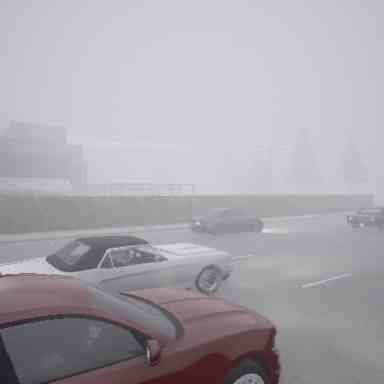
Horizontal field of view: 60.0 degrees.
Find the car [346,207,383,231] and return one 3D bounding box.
[{"bbox_3d":[11.697,1.601,20.670,4.718,1.301,1.895,0,0,-35],"label":"car"}]

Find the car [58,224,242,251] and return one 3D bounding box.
[{"bbox_3d":[-1.369,1.601,7.067,4.718,1.301,1.895,0,0,-35],"label":"car"}]

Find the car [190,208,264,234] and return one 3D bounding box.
[{"bbox_3d":[1.916,1.564,17.999,4.181,1.385,1.994,0,0,-35],"label":"car"}]

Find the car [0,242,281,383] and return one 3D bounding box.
[{"bbox_3d":[-1.374,1.477,2.767,5.008,1.535,1.882,0,0,-35],"label":"car"}]
